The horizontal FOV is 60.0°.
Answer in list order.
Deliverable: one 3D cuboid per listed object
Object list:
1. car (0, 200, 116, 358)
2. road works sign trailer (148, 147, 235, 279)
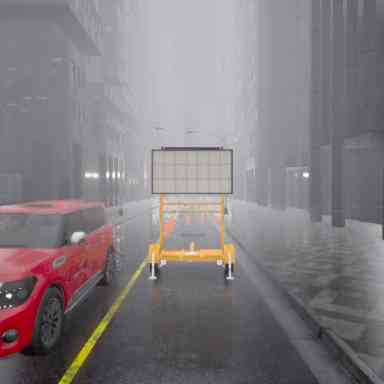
[{"bbox_3d":[-3.003,1.220,6.377,2.150,2.045,5.566,0,0,0],"label":"car"},{"bbox_3d":[0.005,0.464,9.987,2.380,3.560,2.880,0,0,1],"label":"road works sign trailer"}]
